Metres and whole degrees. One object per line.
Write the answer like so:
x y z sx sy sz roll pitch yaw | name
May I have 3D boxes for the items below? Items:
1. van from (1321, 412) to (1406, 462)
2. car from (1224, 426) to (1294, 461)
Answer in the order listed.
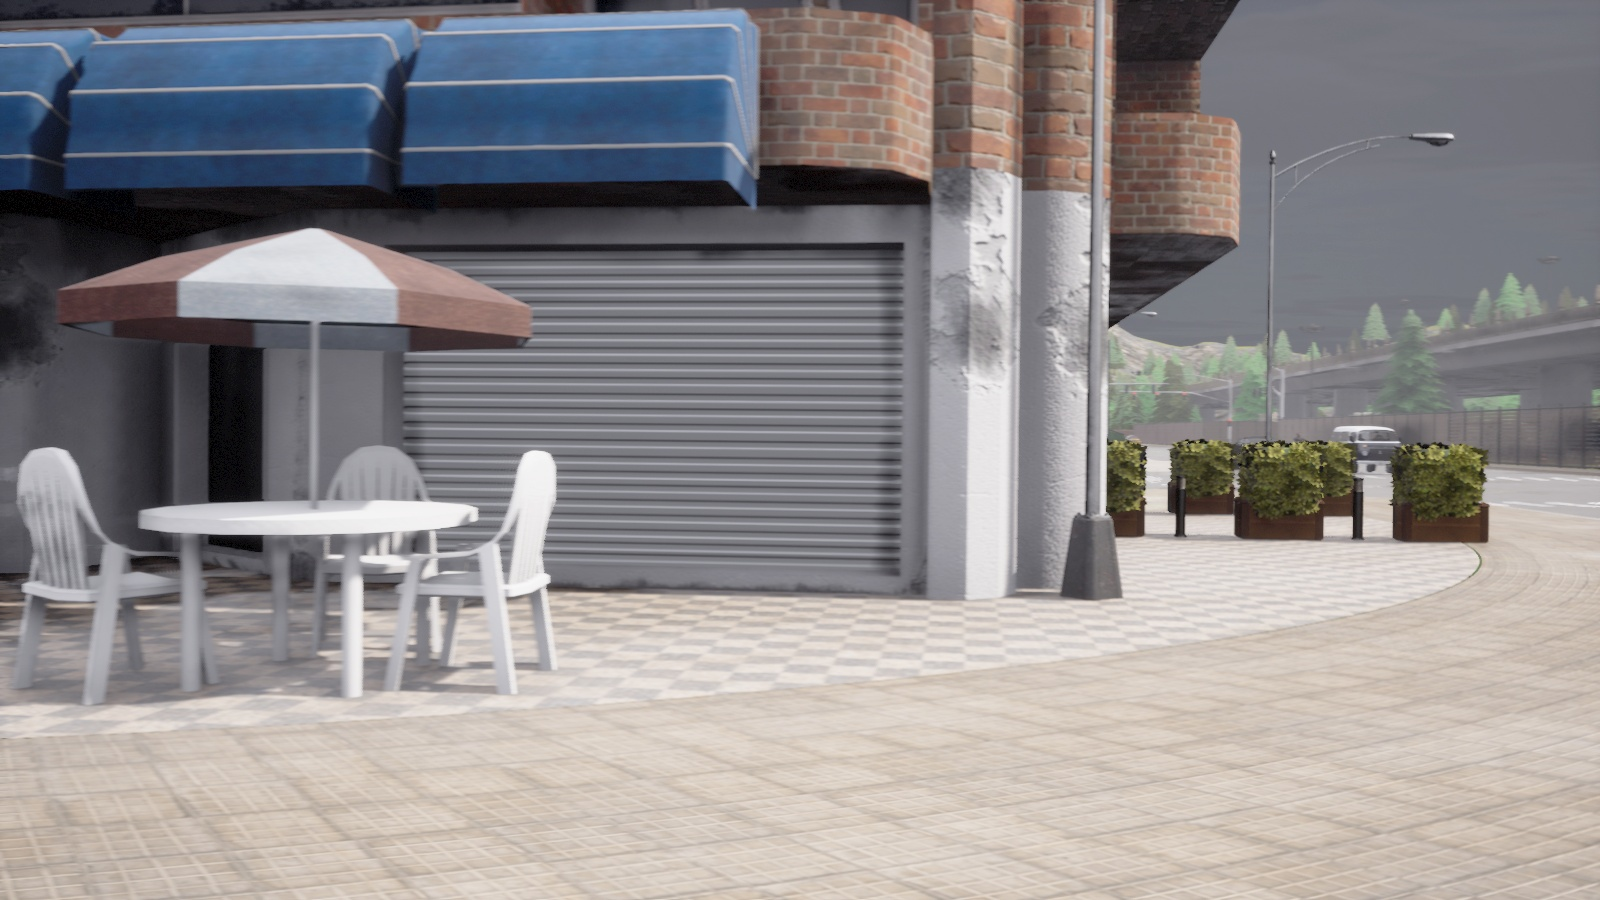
24.088 -0.542 53.874 2.069 2.038 4.480 -1 0 7 | van
21.010 -0.342 57.668 2.007 1.525 4.514 -1 1 7 | car
